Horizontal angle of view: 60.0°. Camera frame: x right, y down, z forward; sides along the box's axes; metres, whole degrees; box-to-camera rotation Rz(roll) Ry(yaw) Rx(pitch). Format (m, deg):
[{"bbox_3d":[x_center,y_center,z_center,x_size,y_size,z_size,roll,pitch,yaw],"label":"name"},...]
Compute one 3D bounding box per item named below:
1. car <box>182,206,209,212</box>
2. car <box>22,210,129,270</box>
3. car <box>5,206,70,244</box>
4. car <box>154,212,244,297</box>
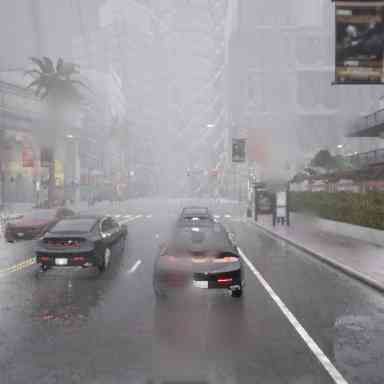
[{"bbox_3d":[0.174,1.505,17.962,1.837,1.490,4.892,0,0,0],"label":"car"},{"bbox_3d":[-3.349,1.507,10.963,1.837,1.490,4.892,0,1,0],"label":"car"},{"bbox_3d":[-6.997,1.477,16.132,1.882,1.535,5.008,0,0,1],"label":"car"},{"bbox_3d":[0.145,1.492,8.544,2.128,1.511,4.902,0,0,0],"label":"car"}]
